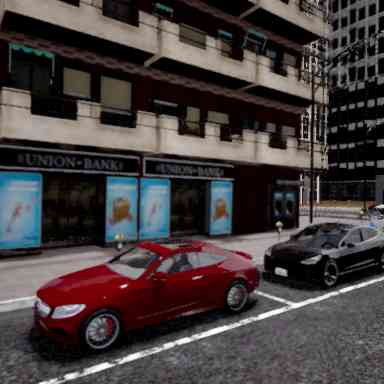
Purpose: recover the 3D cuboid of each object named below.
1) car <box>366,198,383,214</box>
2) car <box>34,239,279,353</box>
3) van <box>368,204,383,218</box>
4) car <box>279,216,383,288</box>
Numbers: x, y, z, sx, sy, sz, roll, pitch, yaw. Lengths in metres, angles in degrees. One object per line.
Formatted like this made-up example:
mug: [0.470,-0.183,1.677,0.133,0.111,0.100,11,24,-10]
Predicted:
car: [20.598,1.463,34.505,1.967,1.590,4.097,1,-1,-35]
car: [-0.569,1.580,6.095,4.206,1.307,1.802,0,1,-35]
van: [8.358,1.328,12.661,3.998,1.788,1.690,0,1,-35]
car: [3.941,1.558,9.310,4.313,1.339,1.947,0,1,-35]
